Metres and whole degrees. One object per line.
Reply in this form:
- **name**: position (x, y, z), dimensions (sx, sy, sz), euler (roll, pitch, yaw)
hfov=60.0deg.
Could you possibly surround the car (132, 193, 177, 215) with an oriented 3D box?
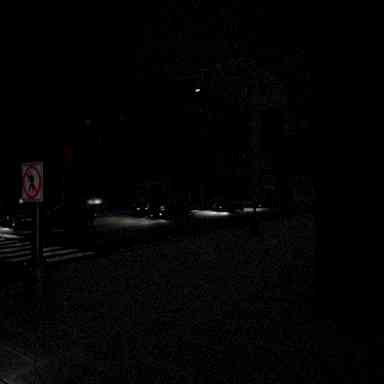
- **car**: position (-3.161, 1.127, 31.718), dimensions (2.150, 2.045, 5.566), euler (0, 0, 35)

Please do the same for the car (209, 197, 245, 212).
- **car**: position (4.119, 1.428, 36.373), dimensions (1.994, 1.385, 4.181), euler (0, 0, 35)

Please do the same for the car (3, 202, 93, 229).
- **car**: position (-9.586, 1.499, 22.641), dimensions (2.033, 1.411, 5.357), euler (0, 0, 34)

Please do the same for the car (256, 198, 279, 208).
- **car**: position (9.993, 1.421, 44.613), dimensions (1.895, 1.301, 4.718), euler (0, 0, 36)

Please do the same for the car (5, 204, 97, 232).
- **car**: position (-7.908, 1.445, 19.376), dimensions (2.128, 1.511, 4.902), euler (0, 0, 35)

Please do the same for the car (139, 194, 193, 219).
- **car**: position (-1.881, 1.260, 27.894), dimensions (2.097, 1.767, 4.553), euler (0, 0, 35)

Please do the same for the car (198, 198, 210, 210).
- **car**: position (2.650, 1.366, 39.916), dimensions (1.837, 1.490, 4.892), euler (0, 0, 35)
